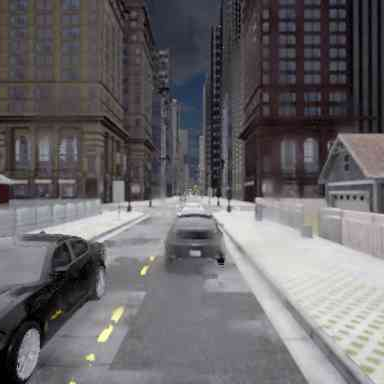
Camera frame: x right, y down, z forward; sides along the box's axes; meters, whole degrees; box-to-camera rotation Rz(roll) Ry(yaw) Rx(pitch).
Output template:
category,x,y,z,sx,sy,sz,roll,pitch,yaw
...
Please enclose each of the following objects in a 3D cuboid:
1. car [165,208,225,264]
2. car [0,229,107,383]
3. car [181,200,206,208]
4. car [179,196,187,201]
category,x,y,z,sx,sy,sz,roll,pitch,yaw
car,0.101,1.526,11.815,1.837,1.490,4.892,0,-1,0
car,-2.848,1.487,5.550,1.882,1.535,5.008,0,0,0
car,0.104,1.585,26.443,1.812,1.442,4.674,0,0,0
car,-2.485,1.834,90.913,2.128,1.511,4.902,0,0,0
